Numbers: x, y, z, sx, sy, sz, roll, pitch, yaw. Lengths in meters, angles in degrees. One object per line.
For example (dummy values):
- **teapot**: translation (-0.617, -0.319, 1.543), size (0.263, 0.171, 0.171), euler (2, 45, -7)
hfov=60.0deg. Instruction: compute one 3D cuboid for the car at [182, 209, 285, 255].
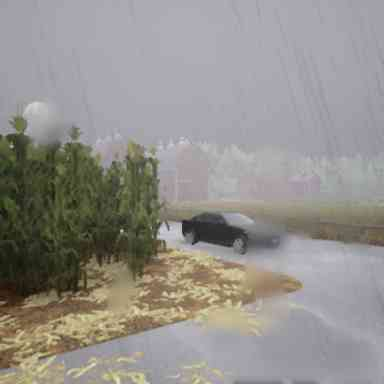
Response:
- **car**: translation (1.509, 1.519, 13.803), size (1.882, 1.535, 5.008), euler (0, -1, -35)
